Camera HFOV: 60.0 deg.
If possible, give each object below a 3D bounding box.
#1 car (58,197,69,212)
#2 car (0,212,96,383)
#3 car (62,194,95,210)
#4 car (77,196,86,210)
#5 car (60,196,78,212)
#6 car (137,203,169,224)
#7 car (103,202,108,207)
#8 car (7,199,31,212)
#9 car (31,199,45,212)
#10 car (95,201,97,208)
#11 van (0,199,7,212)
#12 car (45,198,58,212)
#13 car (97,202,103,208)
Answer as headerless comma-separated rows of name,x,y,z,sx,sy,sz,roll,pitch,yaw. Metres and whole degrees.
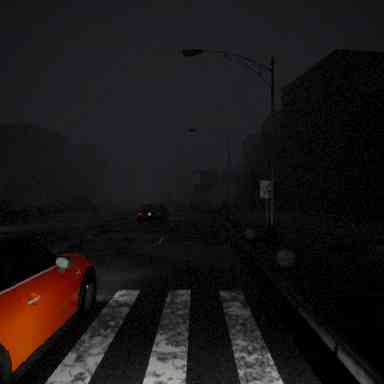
car,-15.902,1.509,34.421,4.892,1.521,2.231,0,0,0
car,-2.875,1.345,4.516,2.097,1.767,4.553,0,0,0
car,-15.928,1.336,42.691,5.566,2.045,2.435,0,-1,0
car,-15.903,1.557,39.933,5.008,1.535,2.097,0,-1,0
car,-15.892,1.530,37.177,5.008,1.535,2.097,0,0,0
car,-2.732,1.504,24.144,2.033,1.411,5.357,0,0,0
car,-15.717,1.696,50.956,5.366,1.575,1.946,0,-1,0
car,-15.898,1.461,26.153,5.008,1.535,2.097,0,0,0
car,-15.864,1.503,28.908,4.792,1.488,2.163,0,0,0
car,-15.869,1.495,45.445,4.553,1.767,2.185,0,-1,0
van,-16.007,1.227,23.519,4.442,1.987,1.878,0,0,0
car,-15.901,1.490,31.664,4.892,1.521,2.231,0,0,0
car,-15.905,1.698,48.198,4.674,1.452,2.002,0,-1,0
